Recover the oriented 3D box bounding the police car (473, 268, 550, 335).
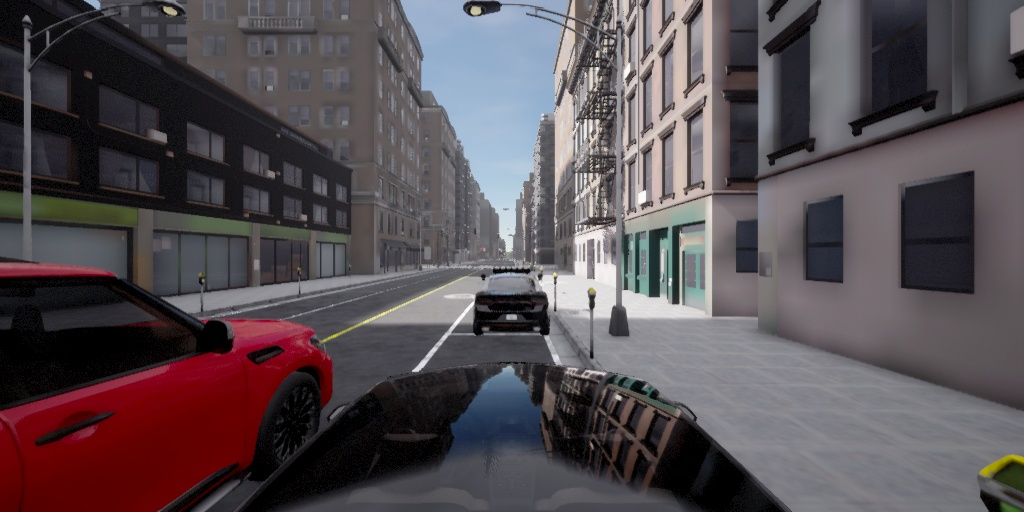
[{"bbox_3d":[-0.012,1.165,10.610,1.930,1.638,5.238,0,0,0],"label":"police car"}]

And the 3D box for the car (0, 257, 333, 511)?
[{"bbox_3d":[-3.020,0.980,1.530,2.150,2.045,5.566,0,0,0],"label":"car"}]
